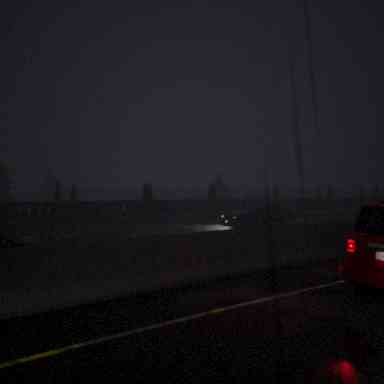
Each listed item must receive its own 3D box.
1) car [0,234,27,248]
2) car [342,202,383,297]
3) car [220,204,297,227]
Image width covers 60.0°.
[{"bbox_3d":[-6.218,1.547,7.950,4.181,1.385,1.994,0,0,-35],"label":"car"},{"bbox_3d":[5.649,1.206,7.125,5.566,2.045,2.150,0,0,-30],"label":"car"},{"bbox_3d":[4.604,1.500,22.627,5.357,1.411,2.033,0,0,-26],"label":"car"}]
